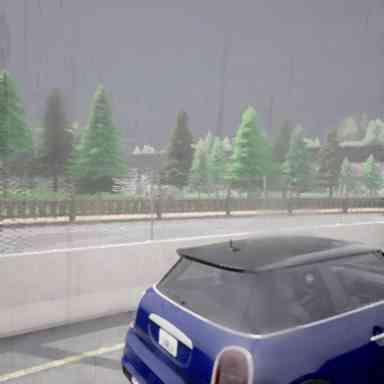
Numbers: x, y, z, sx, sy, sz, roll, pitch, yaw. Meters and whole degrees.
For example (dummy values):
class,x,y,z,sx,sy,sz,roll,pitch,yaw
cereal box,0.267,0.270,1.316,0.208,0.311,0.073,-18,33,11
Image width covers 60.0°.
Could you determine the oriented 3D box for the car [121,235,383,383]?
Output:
class,x,y,z,sx,sy,sz,roll,pitch,yaw
car,1.568,1.333,4.074,4.553,1.767,2.097,0,0,-33
